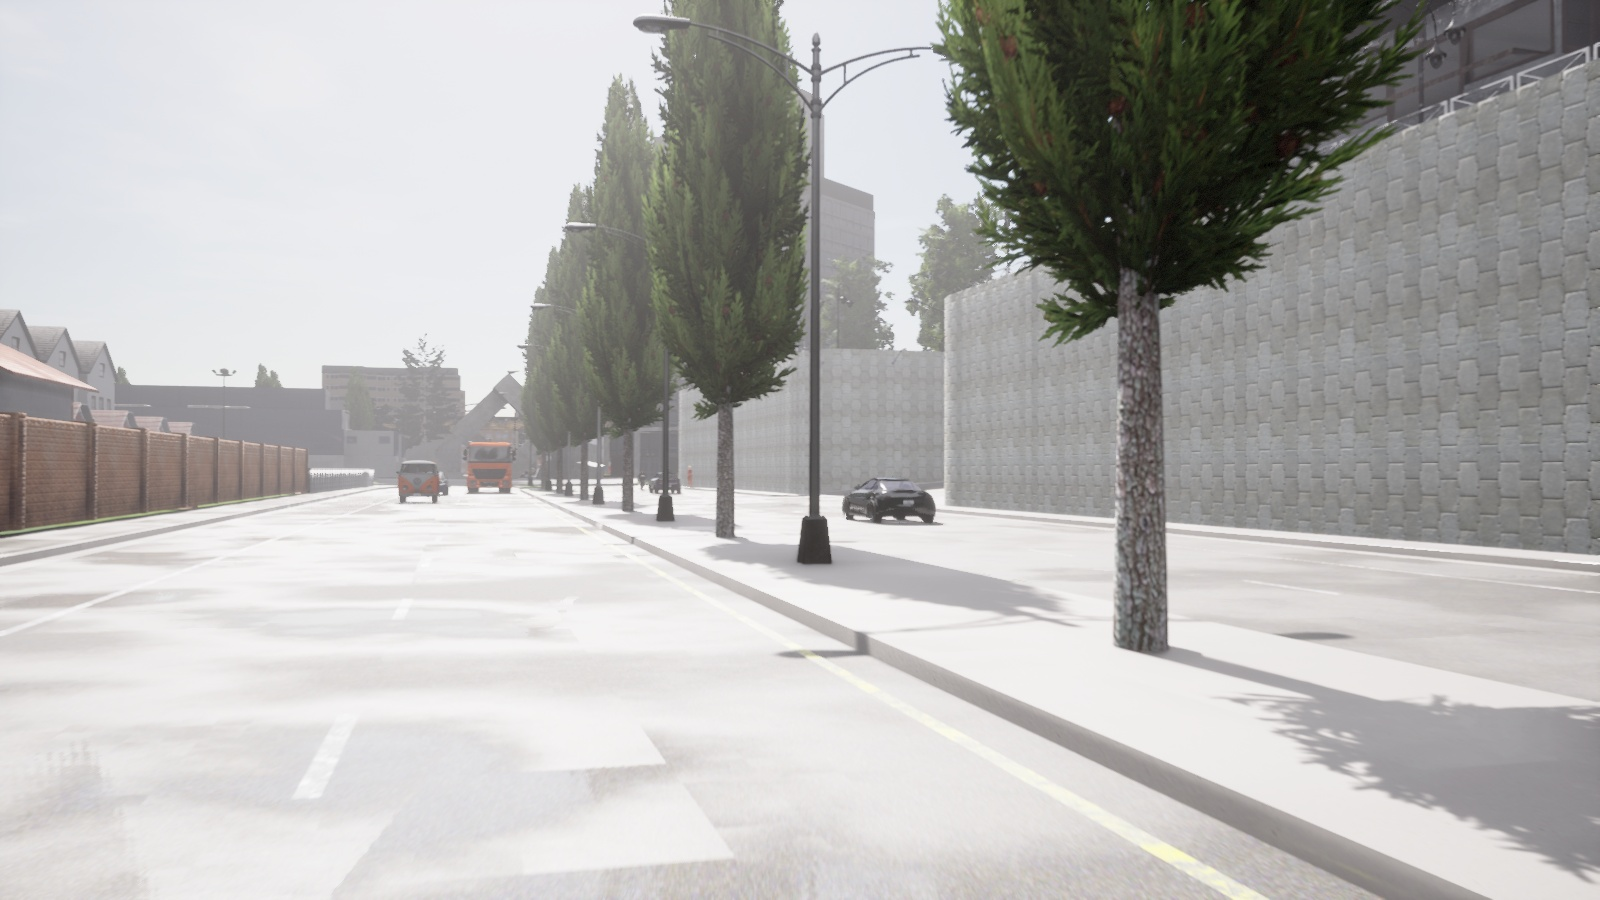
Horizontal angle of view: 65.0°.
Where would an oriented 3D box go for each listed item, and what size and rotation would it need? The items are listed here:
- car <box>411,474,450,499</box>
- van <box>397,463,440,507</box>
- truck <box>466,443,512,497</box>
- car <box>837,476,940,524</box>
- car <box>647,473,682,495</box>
[{"bbox_3d":[-22.405,2.180,76.303,2.163,1.488,4.792,0,-1,-15],"label":"car"},{"bbox_3d":[-17.966,1.629,59.220,1.775,1.987,4.442,0,-1,-15],"label":"van"},{"bbox_3d":[-21.123,1.343,85.276,2.891,3.462,7.936,0,-1,-14],"label":"truck"},{"bbox_3d":[2.691,1.526,39.389,1.994,1.385,4.181,0,-1,-15],"label":"car"},{"bbox_3d":[-9.207,2.288,85.132,1.816,1.474,4.193,0,-1,-14],"label":"car"}]
